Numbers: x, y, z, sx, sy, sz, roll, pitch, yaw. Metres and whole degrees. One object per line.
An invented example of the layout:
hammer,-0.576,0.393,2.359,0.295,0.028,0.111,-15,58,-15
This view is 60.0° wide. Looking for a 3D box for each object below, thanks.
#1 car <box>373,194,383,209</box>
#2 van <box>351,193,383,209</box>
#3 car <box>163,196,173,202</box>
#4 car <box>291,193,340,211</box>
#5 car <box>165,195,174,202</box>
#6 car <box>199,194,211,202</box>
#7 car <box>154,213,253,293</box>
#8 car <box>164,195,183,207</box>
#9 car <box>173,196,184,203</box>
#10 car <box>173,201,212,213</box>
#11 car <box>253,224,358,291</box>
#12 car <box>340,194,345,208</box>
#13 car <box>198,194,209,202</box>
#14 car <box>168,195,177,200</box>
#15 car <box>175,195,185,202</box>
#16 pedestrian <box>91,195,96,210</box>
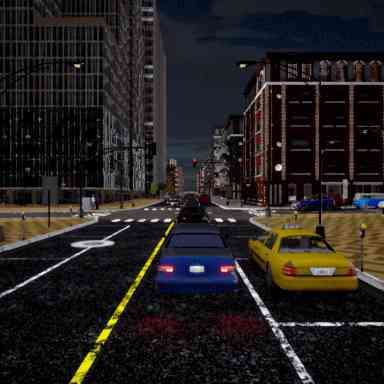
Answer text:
car,23.082,1.214,36.664,4.674,1.442,1.812,-1,0,0
van,20.963,1.050,39.092,3.998,1.788,1.690,-1,1,-1
car,-5.329,1.556,74.670,2.008,1.369,4.403,0,0,0
car,13.280,1.162,36.530,4.553,1.767,2.097,-1,0,-1
car,-5.330,1.551,80.263,1.887,1.381,4.507,0,0,0
car,2.553,1.319,63.485,2.192,1.841,5.009,0,0,0
car,0.095,1.547,8.987,2.033,1.411,5.357,0,0,0
car,-2.820,1.494,49.816,2.128,1.511,4.902,0,0,-1
car,-2.762,1.569,69.071,1.994,1.385,4.181,0,0,0
car,0.080,1.505,18.728,1.837,1.490,4.892,0,0,0
car,2.563,1.525,8.838,1.752,1.417,4.829,0,0,0
car,15.307,1.095,39.032,5.009,1.841,2.192,-1,1,-1
car,2.551,1.320,74.671,2.192,1.841,5.009,0,0,0
car,-5.331,1.559,91.449,2.008,1.369,4.403,0,0,0
car,-2.765,1.531,79.347,2.128,1.511,4.902,0,0,0
pedestrian,-12.355,1.271,41.673,0.375,1.860,0.375,0,1,-1
